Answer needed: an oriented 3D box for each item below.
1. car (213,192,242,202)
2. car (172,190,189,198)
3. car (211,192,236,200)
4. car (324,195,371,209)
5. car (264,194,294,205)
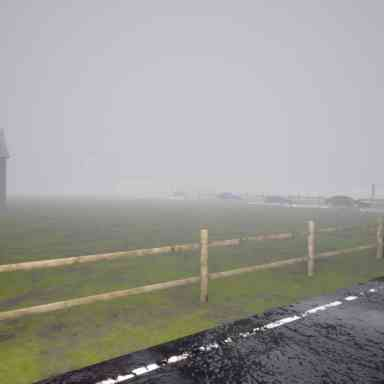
[{"bbox_3d":[6.103,0.751,54.349,1.882,1.535,5.008,0,1,-35],"label":"car"},{"bbox_3d":[-2.497,0.439,72.587,1.837,1.490,4.892,0,1,-36],"label":"car"},{"bbox_3d":[5.688,0.783,61.280,1.895,1.301,4.718,0,1,-36],"label":"car"},{"bbox_3d":[17.711,1.112,38.062,1.882,1.535,5.008,0,1,-35],"label":"car"},{"bbox_3d":[11.996,1.020,46.096,1.994,1.385,4.181,0,1,-34],"label":"car"}]
